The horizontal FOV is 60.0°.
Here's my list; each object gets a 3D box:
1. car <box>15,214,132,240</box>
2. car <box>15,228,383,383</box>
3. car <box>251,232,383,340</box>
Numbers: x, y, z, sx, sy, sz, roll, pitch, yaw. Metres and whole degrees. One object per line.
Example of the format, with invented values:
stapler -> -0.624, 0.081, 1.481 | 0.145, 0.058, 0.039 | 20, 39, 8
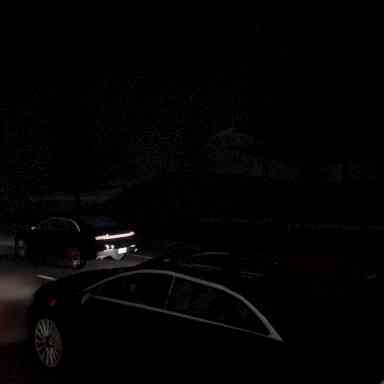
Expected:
car -> -3.989, 1.477, 11.036 | 4.902, 1.511, 2.128 | 0, 0, 35
car -> -0.078, 1.490, 4.040 | 4.902, 1.511, 2.128 | 0, 0, 35
car -> 3.597, 1.601, 5.725 | 4.718, 1.301, 1.895 | 0, 0, 36
